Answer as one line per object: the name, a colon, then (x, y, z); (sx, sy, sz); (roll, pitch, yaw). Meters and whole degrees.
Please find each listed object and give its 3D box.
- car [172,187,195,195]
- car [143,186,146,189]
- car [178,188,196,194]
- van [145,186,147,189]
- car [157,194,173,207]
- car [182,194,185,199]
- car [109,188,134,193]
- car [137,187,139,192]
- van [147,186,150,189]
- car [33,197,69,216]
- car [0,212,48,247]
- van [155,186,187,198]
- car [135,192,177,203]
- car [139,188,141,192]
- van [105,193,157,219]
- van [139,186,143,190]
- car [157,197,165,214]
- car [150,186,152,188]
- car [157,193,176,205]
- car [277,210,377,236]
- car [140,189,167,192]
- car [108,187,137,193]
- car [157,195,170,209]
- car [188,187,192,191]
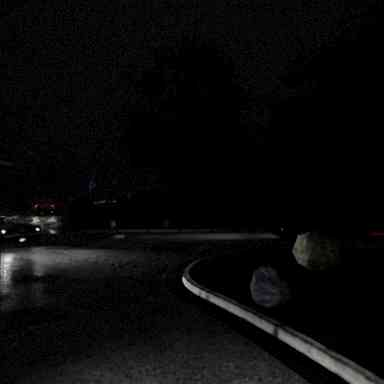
car: (-2.086, -0.270, 81.814); (5.566, 2.045, 2.435); (0, 2, 4)
car: (-14.976, -0.021, 84.708); (5.008, 1.535, 2.097); (0, 2, 4)
car: (-1.342, -0.327, 92.894); (4.792, 1.488, 2.163); (0, 2, 4)
van: (-14.900, -0.330, 87.508); (4.442, 1.987, 1.878); (0, 2, 4)
car: (-4.998, 1.321, 37.529); (4.792, 1.488, 2.163); (0, 2, 4)
car: (-4.104, 0.878, 51.369); (5.008, 1.535, 2.097); (0, 2, 4)
car: (-12.109, 0.626, 57.318); (2.097, 1.767, 4.553); (0, 2, 4)
car: (-15.718, 0.223, 76.333); (5.366, 1.575, 1.946); (0, 2, 4)
van: (-14.480, -0.418, 90.287); (4.442, 1.987, 1.878); (0, 2, 4)
car: (-13.777, 1.352, 33.100); (2.097, 1.767, 4.553); (0, 2, 4)
car: (-9.014, 1.750, 15.332); (4.718, 1.301, 1.895); (-1, -1, 34)
van: (-3.612, 0.489, 56.892); (4.442, 1.987, 1.878); (0, 2, 4)
car: (-4.650, 1.126, 43.064); (5.008, 1.535, 2.097); (0, 2, 4)
car: (-15.343, 0.183, 79.117); (4.674, 1.452, 2.002); (0, 2, 4)
van: (-5.703, 1.318, 29.228); (4.442, 1.987, 1.878); (0, 2, 4)
van: (-15.043, -0.165, 81.897); (4.442, 1.987, 1.878); (0, 2, 4)
car: (-5.370, 1.488, 31.992); (4.792, 1.488, 2.163); (0, 2, 4)
car: (-14.378, -0.250, 93.096); (4.792, 1.488, 2.163); (0, 2, 4)
car: (-4.848, 1.210, 40.297); (4.892, 1.521, 2.231); (0, 2, 4)
car: (6.974, 1.615, 17.633); (4.718, 1.301, 1.895); (-1, -1, 1)
car: (-4.440, 0.917, 45.827); (4.553, 1.767, 2.185); (0, 2, 4)
car: (-15.751, 0.057, 73.519); (5.566, 2.045, 2.435); (0, 2, 4)
car: (-5.399, 1.373, 34.775); (5.366, 1.575, 1.946); (0, 2, 4)
car: (-2.236, 0.063, 79.051); (5.008, 1.535, 2.097); (0, 2, 4)
